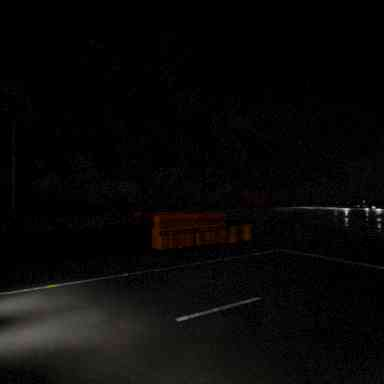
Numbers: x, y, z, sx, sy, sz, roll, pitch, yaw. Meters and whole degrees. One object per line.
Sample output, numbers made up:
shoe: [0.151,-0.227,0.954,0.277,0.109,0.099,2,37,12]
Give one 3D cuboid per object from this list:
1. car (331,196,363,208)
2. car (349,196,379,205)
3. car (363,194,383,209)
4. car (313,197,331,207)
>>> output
car: [21.518,1.336,45.158,4.892,1.490,1.837,0,0,-35]
car: [28.006,1.333,54.055,5.357,1.411,2.033,0,0,-35]
car: [24.586,1.330,43.048,4.892,1.490,1.837,0,0,-35]
car: [19.572,1.432,48.069,4.718,1.301,1.895,0,0,-35]
